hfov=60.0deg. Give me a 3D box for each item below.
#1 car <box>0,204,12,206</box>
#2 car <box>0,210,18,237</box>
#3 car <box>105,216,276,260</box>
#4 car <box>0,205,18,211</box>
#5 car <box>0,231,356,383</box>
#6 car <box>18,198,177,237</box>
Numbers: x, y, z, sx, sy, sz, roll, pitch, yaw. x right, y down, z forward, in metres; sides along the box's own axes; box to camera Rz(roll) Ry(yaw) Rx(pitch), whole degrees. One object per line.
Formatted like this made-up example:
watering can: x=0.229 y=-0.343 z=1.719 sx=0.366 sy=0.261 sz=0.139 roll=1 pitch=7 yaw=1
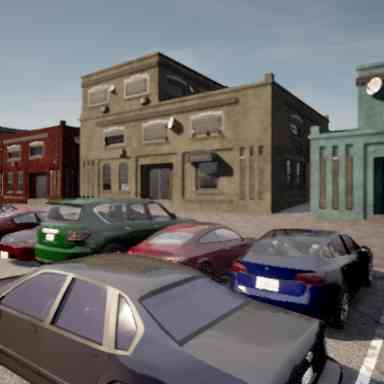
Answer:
car: x=-8.706 y=1.318 z=15.130 sx=2.185 sy=1.767 sz=4.553 roll=0 pitch=0 yaw=36
car: x=-4.218 y=1.482 z=11.929 sx=2.163 sy=1.488 sz=4.792 roll=0 pitch=0 yaw=36
car: x=0.288 y=1.506 z=8.747 sx=2.002 sy=1.452 sz=4.674 roll=0 pitch=0 yaw=36
car: x=-6.447 y=1.447 z=13.549 sx=2.097 sy=1.535 sz=5.008 roll=0 pitch=0 yaw=36
car: x=-1.104 y=1.538 z=4.167 sx=5.357 sy=1.411 sz=2.033 roll=0 pitch=0 yaw=36
car: x=-1.938 y=1.208 z=10.373 sx=2.435 sy=2.045 sz=5.566 roll=0 pitch=0 yaw=36
